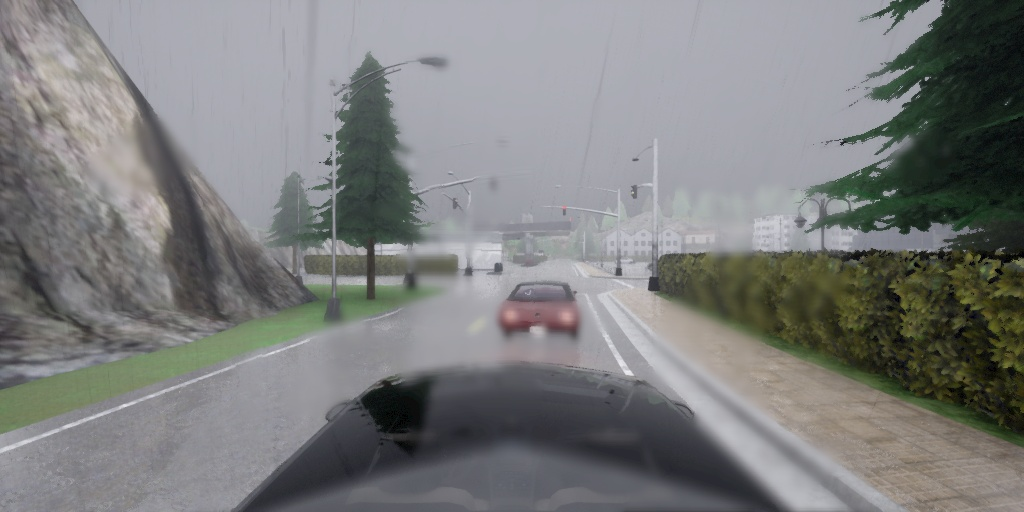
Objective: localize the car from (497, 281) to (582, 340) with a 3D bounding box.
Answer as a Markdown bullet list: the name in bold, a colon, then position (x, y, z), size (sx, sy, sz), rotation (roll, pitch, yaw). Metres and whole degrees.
- **car**: position (0.909, 1.351, 10.064), size (1.895, 1.301, 4.718), rotation (0, 0, 8)
